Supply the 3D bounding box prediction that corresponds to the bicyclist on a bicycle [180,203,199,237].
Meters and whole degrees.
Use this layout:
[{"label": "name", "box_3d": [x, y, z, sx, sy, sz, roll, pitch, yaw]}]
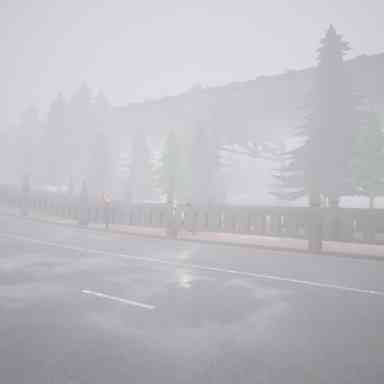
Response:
[{"label": "bicyclist on a bicycle", "box_3d": [-0.090, 1.346, 16.116, 0.582, 1.620, 1.656, 0, -3, 33]}]
